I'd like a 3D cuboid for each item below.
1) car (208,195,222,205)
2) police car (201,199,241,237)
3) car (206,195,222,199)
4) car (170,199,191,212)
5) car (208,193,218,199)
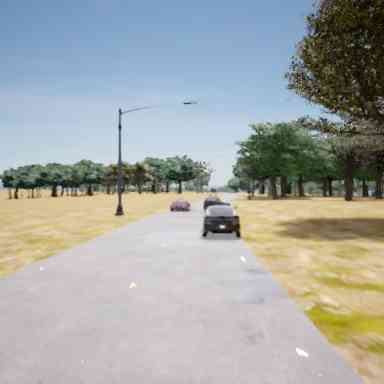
[{"bbox_3d":[3.841,1.225,53.836,1.882,1.535,5.008,0,1,8],"label":"car"},{"bbox_3d":[1.515,1.386,17.921,1.930,1.638,5.238,0,0,3],"label":"police car"},{"bbox_3d":[2.557,1.323,42.497,1.882,1.535,5.008,0,1,7],"label":"car"},{"bbox_3d":[-1.221,1.443,36.648,1.994,1.385,4.181,0,0,6],"label":"car"},{"bbox_3d":[4.936,0.857,78.598,1.895,1.301,4.718,0,1,10],"label":"car"}]
